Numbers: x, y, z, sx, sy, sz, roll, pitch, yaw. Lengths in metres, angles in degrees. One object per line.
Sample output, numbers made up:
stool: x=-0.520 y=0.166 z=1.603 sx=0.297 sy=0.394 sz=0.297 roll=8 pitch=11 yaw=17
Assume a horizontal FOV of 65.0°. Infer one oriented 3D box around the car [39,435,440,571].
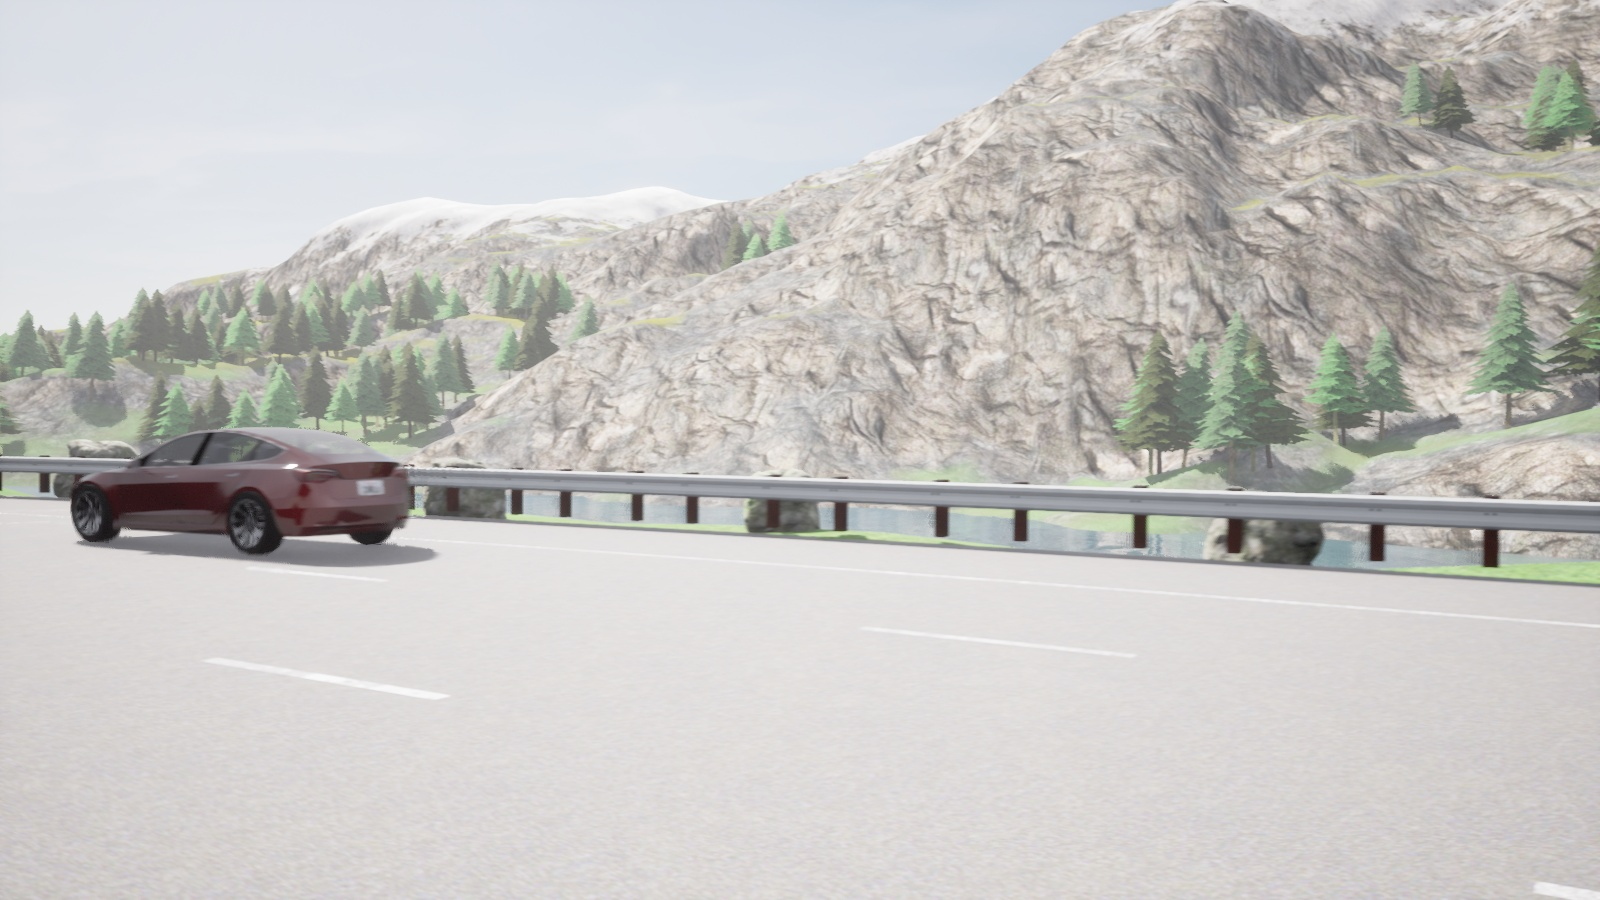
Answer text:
car: x=-7.144 y=0.577 z=15.938 sx=4.792 sy=1.488 sz=2.163 roll=0 pitch=1 yaw=28
